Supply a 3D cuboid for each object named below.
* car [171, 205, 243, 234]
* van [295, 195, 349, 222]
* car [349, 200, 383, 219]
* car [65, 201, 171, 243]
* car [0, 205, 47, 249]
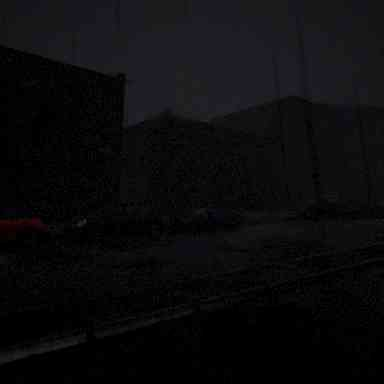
[{"bbox_3d":[0.910,1.499,19.288,4.674,1.452,2.002,0,0,-36],"label":"car"},{"bbox_3d":[9.794,1.236,25.655,4.442,1.987,1.878,0,0,-36],"label":"van"},{"bbox_3d":[14.355,1.493,28.926,4.792,1.488,2.163,0,0,-36],"label":"car"},{"bbox_3d":[-3.659,1.332,16.012,4.553,1.767,2.185,0,0,-36],"label":"car"},{"bbox_3d":[-8.150,1.331,12.793,4.553,1.767,2.185,0,0,-36],"label":"car"}]
